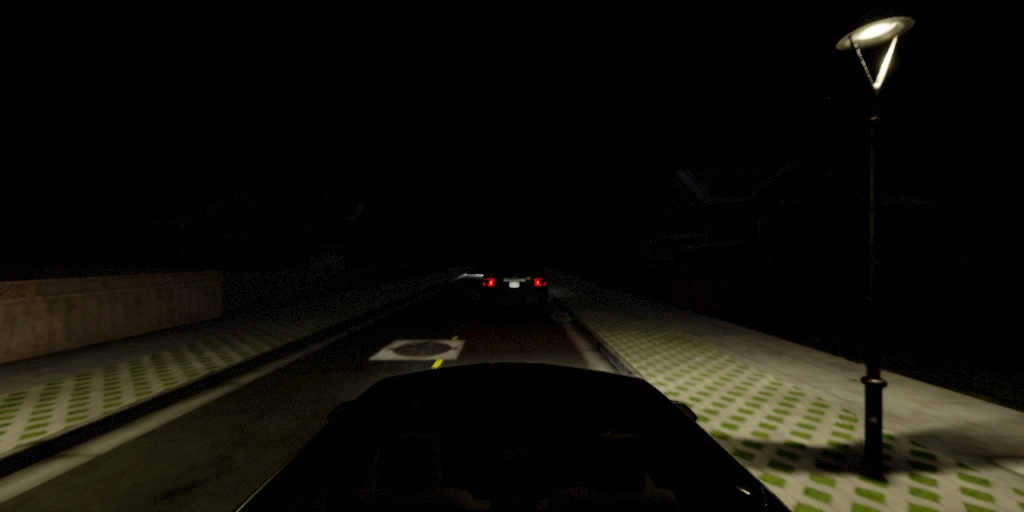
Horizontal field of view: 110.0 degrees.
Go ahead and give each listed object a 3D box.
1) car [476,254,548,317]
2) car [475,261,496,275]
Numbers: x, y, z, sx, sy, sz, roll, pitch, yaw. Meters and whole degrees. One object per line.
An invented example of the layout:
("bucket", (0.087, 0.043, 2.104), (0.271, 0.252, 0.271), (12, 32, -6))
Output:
("car", (0.082, 0.959, 13.260), (2.150, 2.045, 5.566), (0, 0, 0))
("car", (-2.836, 1.269, 39.705), (1.994, 1.385, 4.181), (0, 0, 0))
